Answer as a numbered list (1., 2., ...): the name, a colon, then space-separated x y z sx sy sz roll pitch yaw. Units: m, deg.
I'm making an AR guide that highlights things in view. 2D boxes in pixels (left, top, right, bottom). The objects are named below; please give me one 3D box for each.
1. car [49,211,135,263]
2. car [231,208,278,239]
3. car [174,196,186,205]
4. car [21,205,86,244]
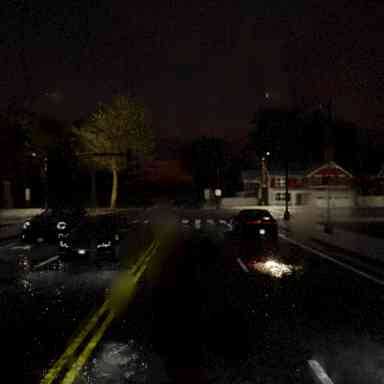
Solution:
1. car: -3.344 1.617 12.526 1.837 1.490 4.892 0 -1 0
2. car: 3.342 1.665 18.225 1.837 1.490 4.892 0 -1 0
3. car: -2.853 2.158 73.273 1.994 1.385 4.181 0 0 0
4. car: -6.580 1.497 16.689 2.097 1.767 4.553 0 0 0
